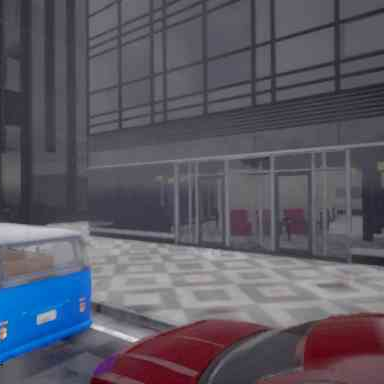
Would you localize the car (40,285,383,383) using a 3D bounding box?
[{"bbox_3d":[1.190,1.546,2.115,4.507,1.381,1.887,-1,0,36],"label":"car"}]

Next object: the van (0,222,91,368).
[{"bbox_3d":[-3.384,1.398,5.380,3.998,1.788,1.690,-1,0,36],"label":"van"}]
